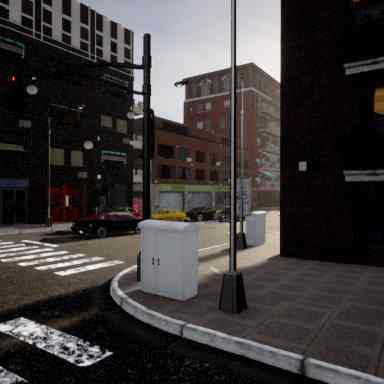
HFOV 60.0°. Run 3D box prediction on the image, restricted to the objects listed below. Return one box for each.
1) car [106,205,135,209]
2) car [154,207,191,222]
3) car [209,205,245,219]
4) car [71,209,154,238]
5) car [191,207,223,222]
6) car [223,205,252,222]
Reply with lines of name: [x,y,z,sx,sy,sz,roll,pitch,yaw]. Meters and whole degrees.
car: [-5.449,1.758,23.162,1.967,1.590,4.097,-1,-2,35]
car: [-2.386,1.944,27.550,1.752,1.417,4.829,-1,-2,35]
car: [3.935,2.153,36.609,1.752,1.417,4.829,-1,-2,35]
car: [-4.699,1.881,19.684,1.895,1.301,4.718,0,-1,35]
car: [0.871,2.092,32.218,1.947,1.339,4.313,-1,-2,35]
car: [4.251,2.080,32.506,1.837,1.490,4.892,0,-1,35]
